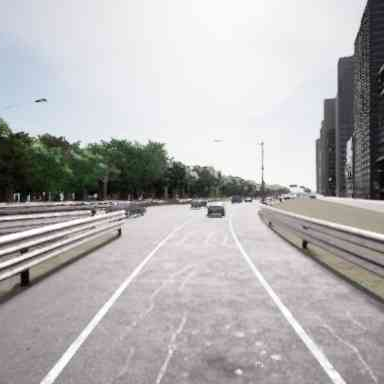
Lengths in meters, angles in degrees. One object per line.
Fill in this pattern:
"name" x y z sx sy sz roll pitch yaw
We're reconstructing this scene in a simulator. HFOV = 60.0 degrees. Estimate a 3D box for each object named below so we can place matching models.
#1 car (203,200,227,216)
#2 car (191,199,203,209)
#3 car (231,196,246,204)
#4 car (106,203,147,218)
"car" 2.789 1.803 37.101 2.128 1.511 4.902 0 -1 9
"car" 1.294 1.976 55.579 2.128 1.511 4.902 0 -1 19
"car" 11.743 2.098 86.430 2.150 2.045 5.566 0 -1 19
"car" -6.381 1.765 32.839 2.033 1.411 5.357 0 -1 19
